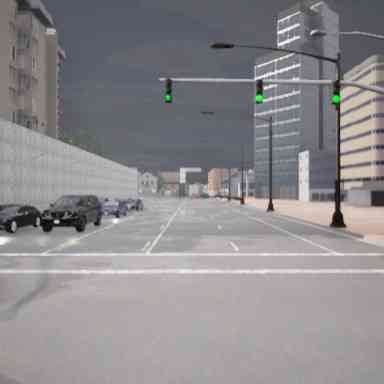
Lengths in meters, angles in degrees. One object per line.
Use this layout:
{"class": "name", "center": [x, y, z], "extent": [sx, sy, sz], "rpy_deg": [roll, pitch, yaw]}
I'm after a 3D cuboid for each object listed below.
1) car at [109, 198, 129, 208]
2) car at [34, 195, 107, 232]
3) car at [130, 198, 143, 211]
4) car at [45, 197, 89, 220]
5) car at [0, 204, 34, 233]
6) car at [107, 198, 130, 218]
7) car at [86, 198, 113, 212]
{"class": "car", "center": [-10.586, 1.560, 48.551], "extent": [1.895, 1.301, 4.718], "rpy_deg": [0, 0, 0]}
{"class": "car", "center": [-7.109, 1.204, 20.237], "extent": [2.150, 2.045, 5.566], "rpy_deg": [0, 0, 0]}
{"class": "car", "center": [-7.116, 1.458, 40.220], "extent": [2.128, 1.511, 4.902], "rpy_deg": [0, 0, 0]}
{"class": "car", "center": [-10.618, 1.328, 28.673], "extent": [2.097, 1.767, 4.553], "rpy_deg": [0, 0, 0]}
{"class": "car", "center": [-10.613, 1.488, 19.605], "extent": [1.837, 1.490, 4.892], "rpy_deg": [0, 0, 0]}
{"class": "car", "center": [-7.117, 1.501, 29.878], "extent": [1.812, 1.442, 4.674], "rpy_deg": [0, 0, 0]}
{"class": "car", "center": [-10.618, 1.473, 38.491], "extent": [1.837, 1.490, 4.892], "rpy_deg": [0, 0, 0]}
